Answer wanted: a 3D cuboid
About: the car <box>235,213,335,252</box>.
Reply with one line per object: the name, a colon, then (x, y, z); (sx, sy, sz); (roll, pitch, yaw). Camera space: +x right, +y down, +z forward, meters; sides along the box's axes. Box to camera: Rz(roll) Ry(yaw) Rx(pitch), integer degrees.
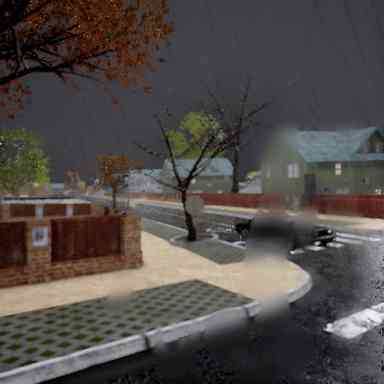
car: (3.879, 1.662, 14.695); (1.895, 1.301, 4.718); (-4, 1, -24)
